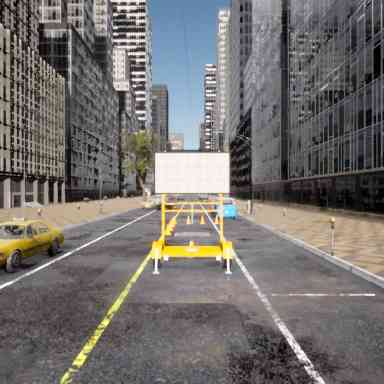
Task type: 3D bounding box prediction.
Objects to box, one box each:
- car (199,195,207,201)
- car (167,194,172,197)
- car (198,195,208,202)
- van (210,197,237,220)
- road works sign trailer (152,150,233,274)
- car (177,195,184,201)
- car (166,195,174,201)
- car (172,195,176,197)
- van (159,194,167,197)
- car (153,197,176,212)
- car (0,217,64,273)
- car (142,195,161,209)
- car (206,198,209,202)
[{"bbox_3d":[2.768,1.561,84.521,1.887,1.381,4.507,0,0,0],"label":"car"},{"bbox_3d":[-5.628,1.562,67.526,2.008,1.369,4.403,0,0,0],"label":"car"},{"bbox_3d":[2.757,1.563,73.185,2.008,1.369,4.403,0,0,0],"label":"car"},{"bbox_3d":[2.713,1.343,27.841,1.690,1.788,3.998,0,0,0],"label":"van"},{"bbox_3d":[0.009,0.464,10.577,2.380,3.560,2.880,0,0,0],"label":"road works sign trailer"},{"bbox_3d":[-2.919,1.564,85.895,2.033,1.411,5.357,0,0,0],"label":"car"},{"bbox_3d":[-5.613,1.541,84.360,1.752,1.417,4.829,0,0,0],"label":"car"},{"bbox_3d":[-5.618,1.329,78.862,2.192,1.841,5.009,0,0,0],"label":"car"},{"bbox_3d":[-5.640,1.350,56.191,1.690,1.788,3.998,0,0,0],"label":"van"},{"bbox_3d":[-3.066,1.605,38.662,1.895,1.301,4.718,0,0,0],"label":"car"},{"bbox_3d":[-5.683,1.526,10.677,1.752,1.417,4.829,0,0,0],"label":"car"},{"bbox_3d":[-5.651,1.531,44.684,1.752,1.417,4.829,0,0,0],"label":"car"},{"bbox_3d":[2.719,1.529,33.679,1.752,1.417,4.829,0,0,0],"label":"car"}]
